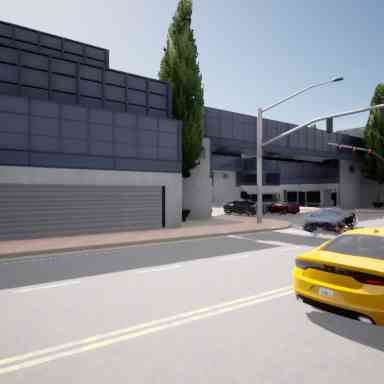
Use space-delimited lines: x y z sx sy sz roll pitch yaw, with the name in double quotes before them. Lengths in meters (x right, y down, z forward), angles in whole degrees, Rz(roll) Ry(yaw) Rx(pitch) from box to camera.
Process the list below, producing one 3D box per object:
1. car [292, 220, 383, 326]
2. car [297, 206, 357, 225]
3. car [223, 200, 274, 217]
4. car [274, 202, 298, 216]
"car" 4.187 1.478 6.829 5.008 1.535 1.882 0 0 -36
"car" 8.165 1.547 19.251 2.033 1.411 5.357 0 0 37
"car" 5.035 1.506 31.503 1.837 1.490 4.892 0 0 -37
"car" 8.328 1.601 32.946 1.895 1.301 4.718 0 0 -37
